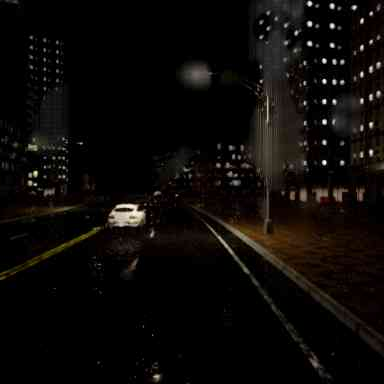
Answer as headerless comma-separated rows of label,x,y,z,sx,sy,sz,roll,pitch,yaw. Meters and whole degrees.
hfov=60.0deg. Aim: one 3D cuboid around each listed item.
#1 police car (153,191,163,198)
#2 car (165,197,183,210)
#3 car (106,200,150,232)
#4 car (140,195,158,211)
police car,-7.611,0.653,74.591,2.038,1.542,4.974,0,0,-12
car,-2.117,1.280,39.711,1.882,1.535,5.008,0,0,-6
car,-3.706,1.421,19.241,1.812,1.442,4.674,0,0,-3
car,-5.045,1.342,36.675,2.033,1.411,5.357,0,0,-6
